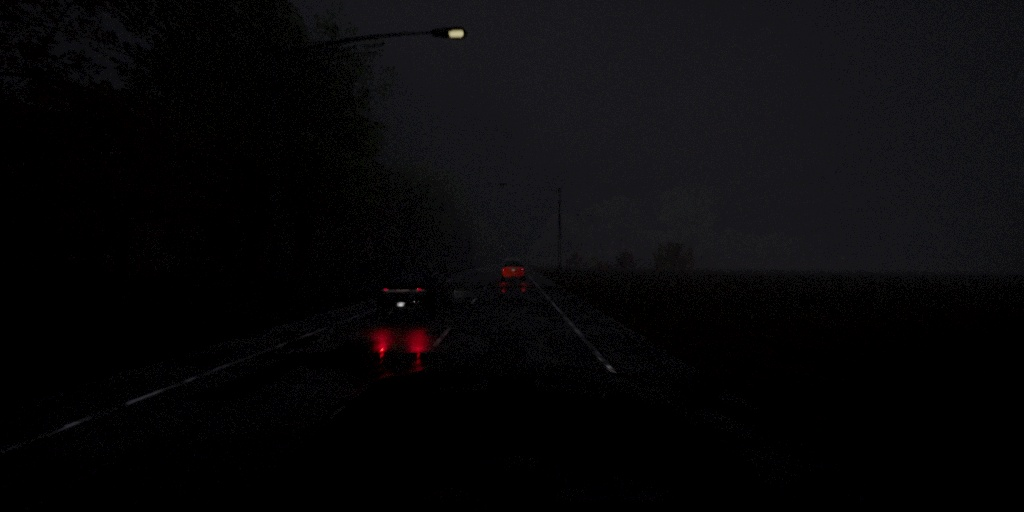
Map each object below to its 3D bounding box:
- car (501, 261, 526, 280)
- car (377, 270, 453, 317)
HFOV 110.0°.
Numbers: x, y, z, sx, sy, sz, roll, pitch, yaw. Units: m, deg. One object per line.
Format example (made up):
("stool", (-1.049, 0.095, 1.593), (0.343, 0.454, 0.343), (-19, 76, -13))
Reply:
("car", (0.115, 1.197, 32.320), (2.097, 1.767, 4.553), (0, 0, 0))
("car", (-3.396, 1.281, 13.373), (2.128, 1.511, 4.902), (0, 0, 0))
